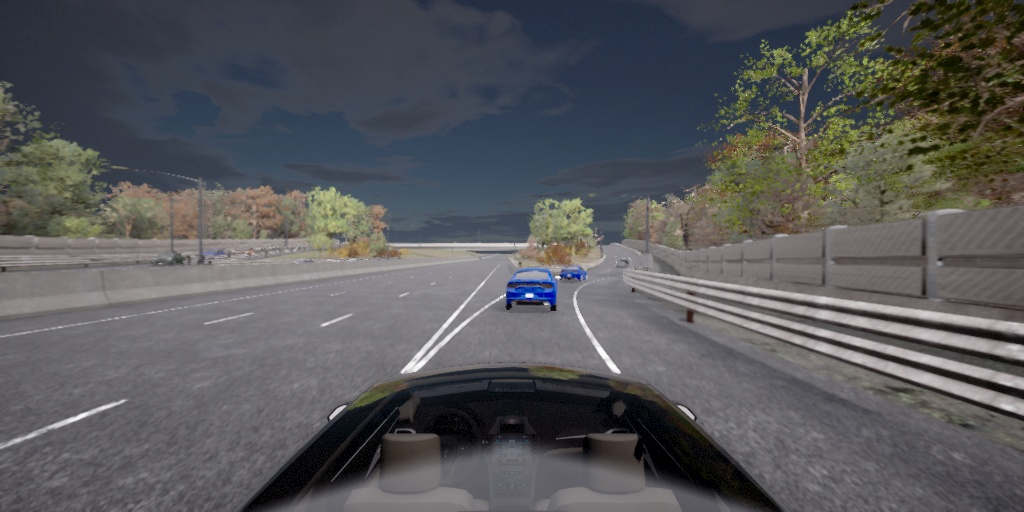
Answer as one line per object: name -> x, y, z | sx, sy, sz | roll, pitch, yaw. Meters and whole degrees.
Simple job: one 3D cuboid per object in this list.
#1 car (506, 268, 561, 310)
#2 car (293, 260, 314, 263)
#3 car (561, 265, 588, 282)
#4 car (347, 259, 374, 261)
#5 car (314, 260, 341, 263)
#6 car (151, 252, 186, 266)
car -> 0.950, 1.241, 14.919 | 1.882, 1.535, 5.008 | 0, 0, 8
car -> -28.753, 1.206, 49.393 | 2.033, 1.411, 5.357 | 0, 0, 0
car -> 6.001, 1.648, 34.377 | 1.882, 1.535, 5.008 | 0, -1, 21
car -> -21.768, 1.283, 50.608 | 1.895, 1.301, 4.718 | 0, 0, 0
car -> -25.263, 1.271, 50.477 | 1.895, 1.301, 4.718 | 0, 0, 0
car -> -43.785, 0.329, 45.728 | 2.097, 1.767, 4.553 | 0, 1, -24
